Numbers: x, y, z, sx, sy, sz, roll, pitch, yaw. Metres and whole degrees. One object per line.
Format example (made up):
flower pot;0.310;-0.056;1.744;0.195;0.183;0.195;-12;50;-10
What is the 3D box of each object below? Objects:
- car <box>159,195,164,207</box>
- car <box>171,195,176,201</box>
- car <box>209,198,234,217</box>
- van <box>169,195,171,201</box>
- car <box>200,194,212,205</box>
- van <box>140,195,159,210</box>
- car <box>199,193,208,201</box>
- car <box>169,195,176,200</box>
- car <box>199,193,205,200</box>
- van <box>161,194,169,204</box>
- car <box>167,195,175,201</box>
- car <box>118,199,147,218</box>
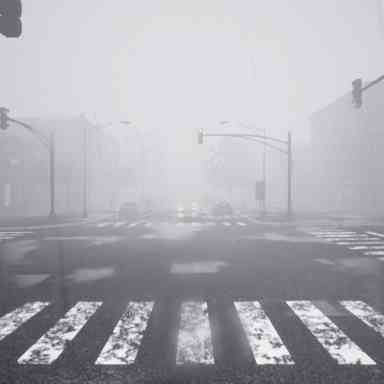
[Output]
car;-5.507;1.536;47.055;1.887;1.381;4.507;0;0;0
car;-5.375;1.549;80.332;1.947;1.339;4.313;0;0;0
car;2.808;1.520;30.552;1.752;1.417;4.829;-1;0;0
van;-5.442;1.328;63.693;1.690;1.788;3.998;0;0;0
car;2.918;1.539;58.114;2.008;1.369;4.403;-1;0;0
van;-5.530;1.333;41.508;1.690;1.788;3.998;0;0;0
car;3.026;1.296;85.845;2.192;1.841;5.009;-1;0;0
car;-5.331;1.562;91.424;1.802;1.307;4.206;0;0;0
car;2.984;1.550;74.752;1.947;1.339;4.313;-1;0;0
van;-5.465;1.329;58.147;1.690;1.788;3.998;0;0;0
car;-5.352;1.526;85.879;1.887;1.381;4.507;0;0;0
car;-5.572;1.577;30.416;1.802;1.307;4.206;0;0;0
